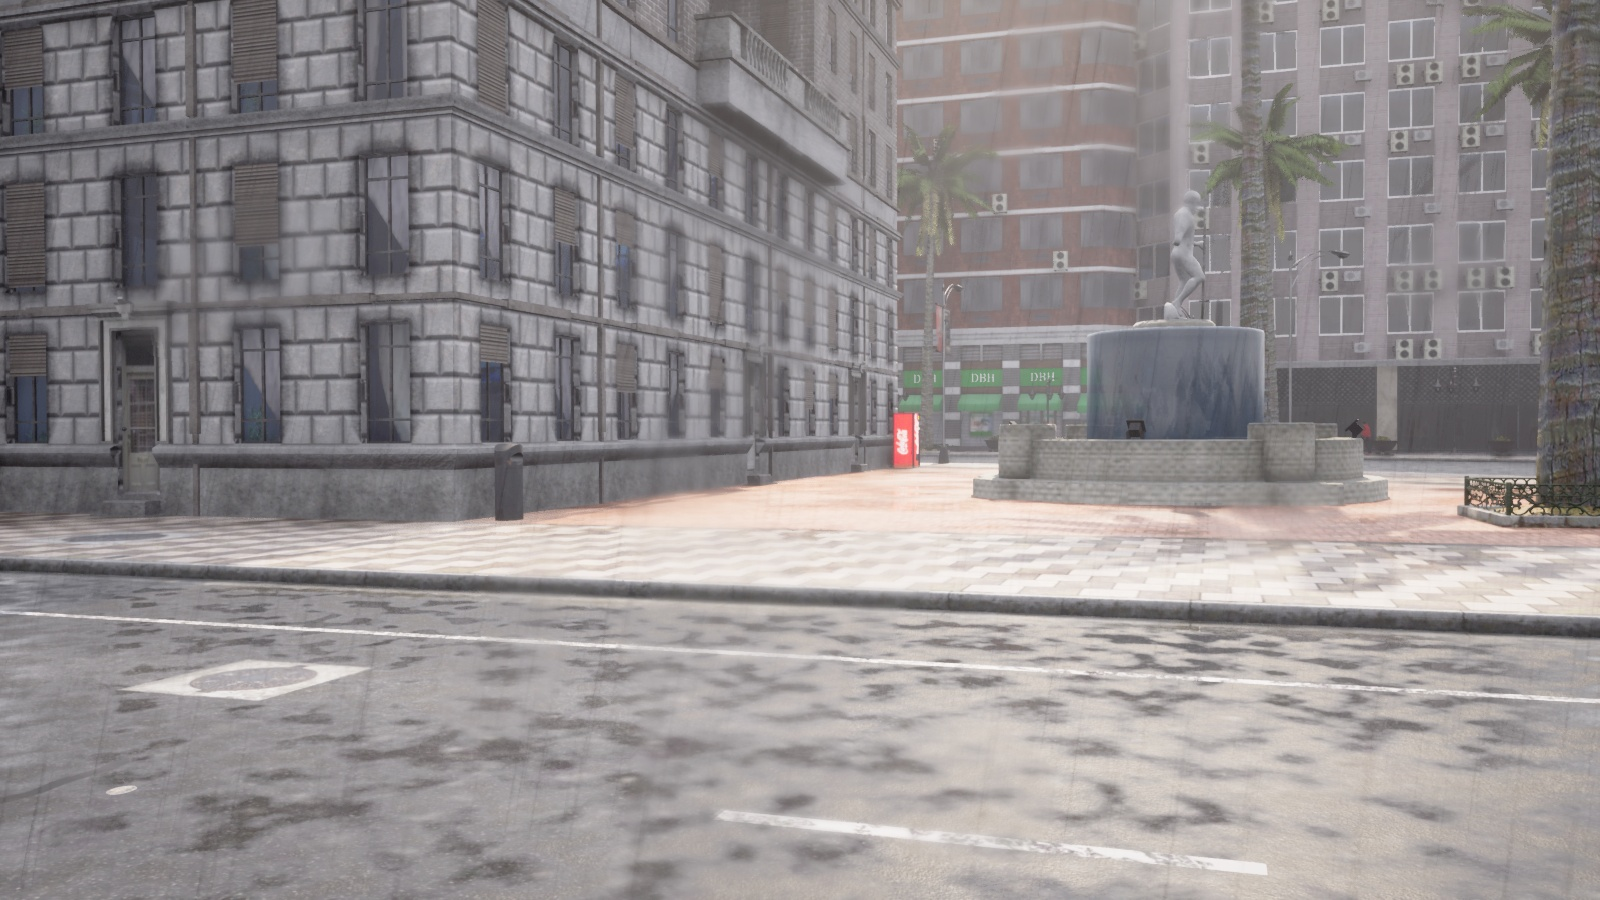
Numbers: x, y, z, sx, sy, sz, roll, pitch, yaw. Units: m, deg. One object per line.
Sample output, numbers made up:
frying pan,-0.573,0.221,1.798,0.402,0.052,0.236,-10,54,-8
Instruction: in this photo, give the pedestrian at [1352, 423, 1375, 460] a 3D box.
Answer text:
pedestrian,29.059,-0.445,64.763,0.899,1.844,0.634,1,1,43
